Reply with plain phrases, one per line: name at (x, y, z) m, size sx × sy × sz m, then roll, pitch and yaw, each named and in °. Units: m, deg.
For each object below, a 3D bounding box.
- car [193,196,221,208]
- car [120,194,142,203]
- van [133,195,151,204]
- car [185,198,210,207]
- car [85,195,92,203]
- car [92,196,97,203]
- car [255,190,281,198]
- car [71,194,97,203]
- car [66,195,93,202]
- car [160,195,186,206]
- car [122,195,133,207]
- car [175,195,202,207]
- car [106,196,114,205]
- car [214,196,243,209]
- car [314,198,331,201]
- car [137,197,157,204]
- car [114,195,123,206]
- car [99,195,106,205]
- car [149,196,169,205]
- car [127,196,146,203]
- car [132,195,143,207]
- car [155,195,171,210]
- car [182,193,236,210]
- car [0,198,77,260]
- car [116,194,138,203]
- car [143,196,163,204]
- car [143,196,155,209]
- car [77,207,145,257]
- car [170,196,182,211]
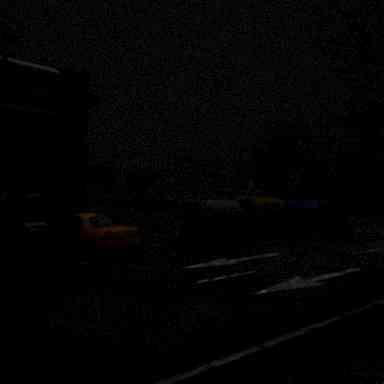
car at (2.875, 1.840, 61.244) m, size 2.435 × 2.045 × 5.566 m, roll 1°, pitch -2°, yaw 35°
car at (-16.100, 1.846, 88.505) m, size 2.435 × 2.045 × 5.566 m, roll 2°, pitch -2°, yaw 35°
van at (-12.586, 1.878, 83.663) m, size 1.878 × 1.987 × 4.442 m, roll 1°, pitch -2°, yaw 35°
car at (1.106, 2.091, 63.693) m, size 2.231 × 1.521 × 4.892 m, roll 1°, pitch -2°, yaw 35°
car at (-15.070, 1.375, 57.034) m, size 1.946 × 1.575 × 5.366 m, roll 1°, pitch -1°, yaw 35°
car at (-13.287, 1.382, 54.762) m, size 2.097 × 1.535 × 5.008 m, roll 1°, pitch -1°, yaw 35°
car at (13.259, 0.361, 58.454) m, size 1.882 × 1.535 × 5.008 m, roll 3°, pitch 2°, yaw -34°
car at (-21.734, 1.260, 66.892) m, size 2.185 × 1.767 × 4.553 m, roll 0°, pitch -1°, yaw 35°
car at (-23.408, 1.388, 69.350) m, size 2.231 × 1.521 × 4.892 m, roll 1°, pitch -1°, yaw 35°
car at (-4.019, 1.844, 71.176) m, size 2.435 × 2.045 × 5.566 m, roll 1°, pitch -2°, yaw 35°
car at (-6.537, 1.379, 45.028) m, size 2.231 × 1.521 × 4.892 m, roll 0°, pitch -1°, yaw 35°
car at (-0.612, 1.839, 66.161) m, size 2.435 × 2.045 × 5.566 m, roll 2°, pitch -2°, yaw 35°
car at (-9.904, 1.380, 49.891) m, size 2.097 × 1.535 × 5.008 m, roll 0°, pitch -1°, yaw 36°
car at (6.289, 1.835, 56.228) m, size 2.435 × 2.045 × 5.566 m, roll 2°, pitch -2°, yaw 35°
car at (16.647, 1.832, 41.382) m, size 2.435 × 2.045 × 5.566 m, roll 1°, pitch -2°, yaw 35°
car at (-10.930, 2.099, 81.079) m, size 2.231 × 1.521 × 4.892 m, roll 2°, pitch -2°, yaw 35°
car at (-8.237, 1.408, 47.438) m, size 2.163 × 1.488 × 4.792 m, roll 1°, pitch -1°, yaw 35°
car at (-11.698, 1.373, 52.172) m, size 1.946 × 1.575 × 5.366 m, roll 1°, pitch -1°, yaw 35°
car at (-7.506, 1.969, 76.091) m, size 2.185 × 1.767 × 4.553 m, roll 1°, pitch -2°, yaw 35°
car at (-14.352, 1.974, 86.069) m, size 2.185 × 1.767 × 4.553 m, roll 2°, pitch -2°, yaw 35°
car at (-4.752, 1.378, 42.757) m, size 1.946 × 1.575 × 5.366 m, roll 0°, pitch -1°, yaw 35°
car at (-1.483, 1.376, 37.737) m, size 2.231 × 1.521 × 4.892 m, roll 0°, pitch -1°, yaw 35°
car at (1.891, 1.121, 32.856) m, size 2.435 × 2.045 × 5.566 m, roll 1°, pitch -1°, yaw 35°
car at (-6.713, 1.216, 11.160) m, size 5.566 × 2.045 × 2.435 m, roll -1°, pitch -1°, yaw 35°
car at (-17.810, 1.848, 91.043) m, size 2.435 × 2.045 × 5.566 m, roll 1°, pitch -2°, yaw 35°
car at (-9.240, 1.969, 78.575) m, size 2.185 × 1.767 × 4.553 m, roll 1°, pitch -2°, yaw 35°
car at (-3.183, 1.249, 40.150) m, size 2.185 × 1.767 × 4.553 m, roll 0°, pitch -1°, yaw 35°
car at (-4.373, 1.487, 12.998) m, size 5.366 × 1.575 × 1.946 m, roll -1°, pitch -1°, yaw 35°
car at (0.206, 1.414, 35.309) m, size 2.002 × 1.452 × 4.674 m, roll 1°, pitch -1°, yaw 35°
